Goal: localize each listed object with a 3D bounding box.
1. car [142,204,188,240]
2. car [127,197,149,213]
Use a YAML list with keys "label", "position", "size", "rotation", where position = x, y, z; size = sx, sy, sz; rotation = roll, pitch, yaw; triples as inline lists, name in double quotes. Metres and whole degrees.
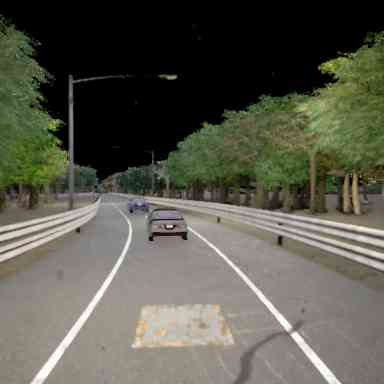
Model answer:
- label: "car"
  position: [-1.371, 1.545, 17.001]
  size: [2.033, 1.411, 5.357]
  rotation: [0, 0, -9]
- label: "car"
  position: [-6.071, 1.346, 37.232]
  size: [2.097, 1.767, 4.553]
  rotation: [0, 0, -15]
